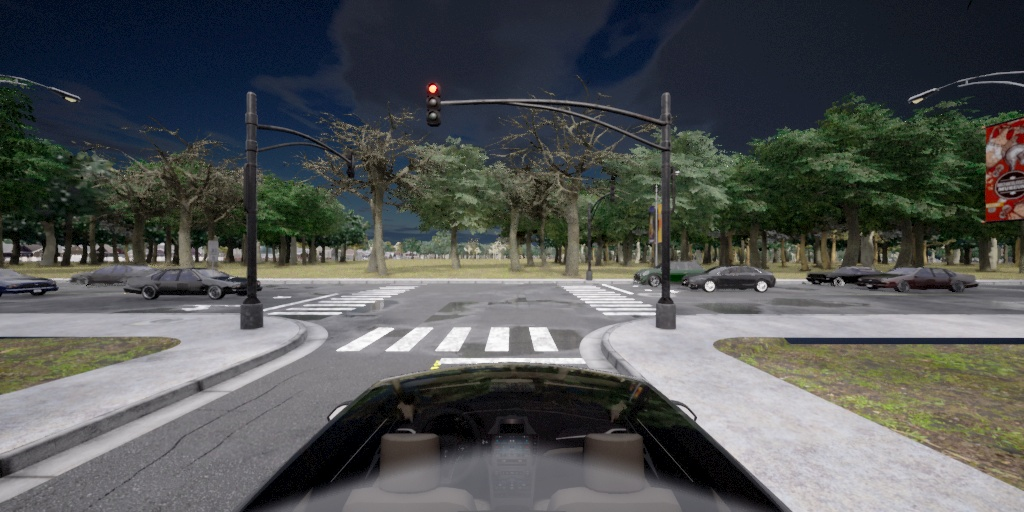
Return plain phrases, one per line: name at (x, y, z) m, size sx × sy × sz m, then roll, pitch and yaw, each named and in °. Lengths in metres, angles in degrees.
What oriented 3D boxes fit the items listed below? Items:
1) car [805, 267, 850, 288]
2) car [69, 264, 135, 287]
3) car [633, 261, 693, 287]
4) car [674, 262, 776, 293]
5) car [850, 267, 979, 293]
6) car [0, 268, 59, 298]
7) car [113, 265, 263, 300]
car at (22.451, 1.375, 23.821) m, size 4.718 × 1.301 × 1.895 m, roll 0°, pitch 0°, yaw 0°
car at (-25.780, 1.262, 23.792) m, size 5.357 × 1.411 × 2.033 m, roll 0°, pitch 0°, yaw 0°
car at (10.478, 1.108, 23.813) m, size 4.553 × 1.767 × 2.097 m, roll 0°, pitch 0°, yaw 0°
car at (12.326, 1.268, 20.565) m, size 4.892 × 1.490 × 1.837 m, roll 0°, pitch 0°, yaw 0°
car at (23.176, 1.327, 20.571) m, size 5.357 × 1.411 × 2.033 m, roll 0°, pitch 0°, yaw 0°
car at (-25.278, 1.272, 17.095) m, size 5.357 × 1.411 × 2.033 m, roll 0°, pitch 0°, yaw 0°
car at (-15.093, 1.281, 17.100) m, size 5.357 × 1.411 × 2.033 m, roll 0°, pitch 0°, yaw 0°
